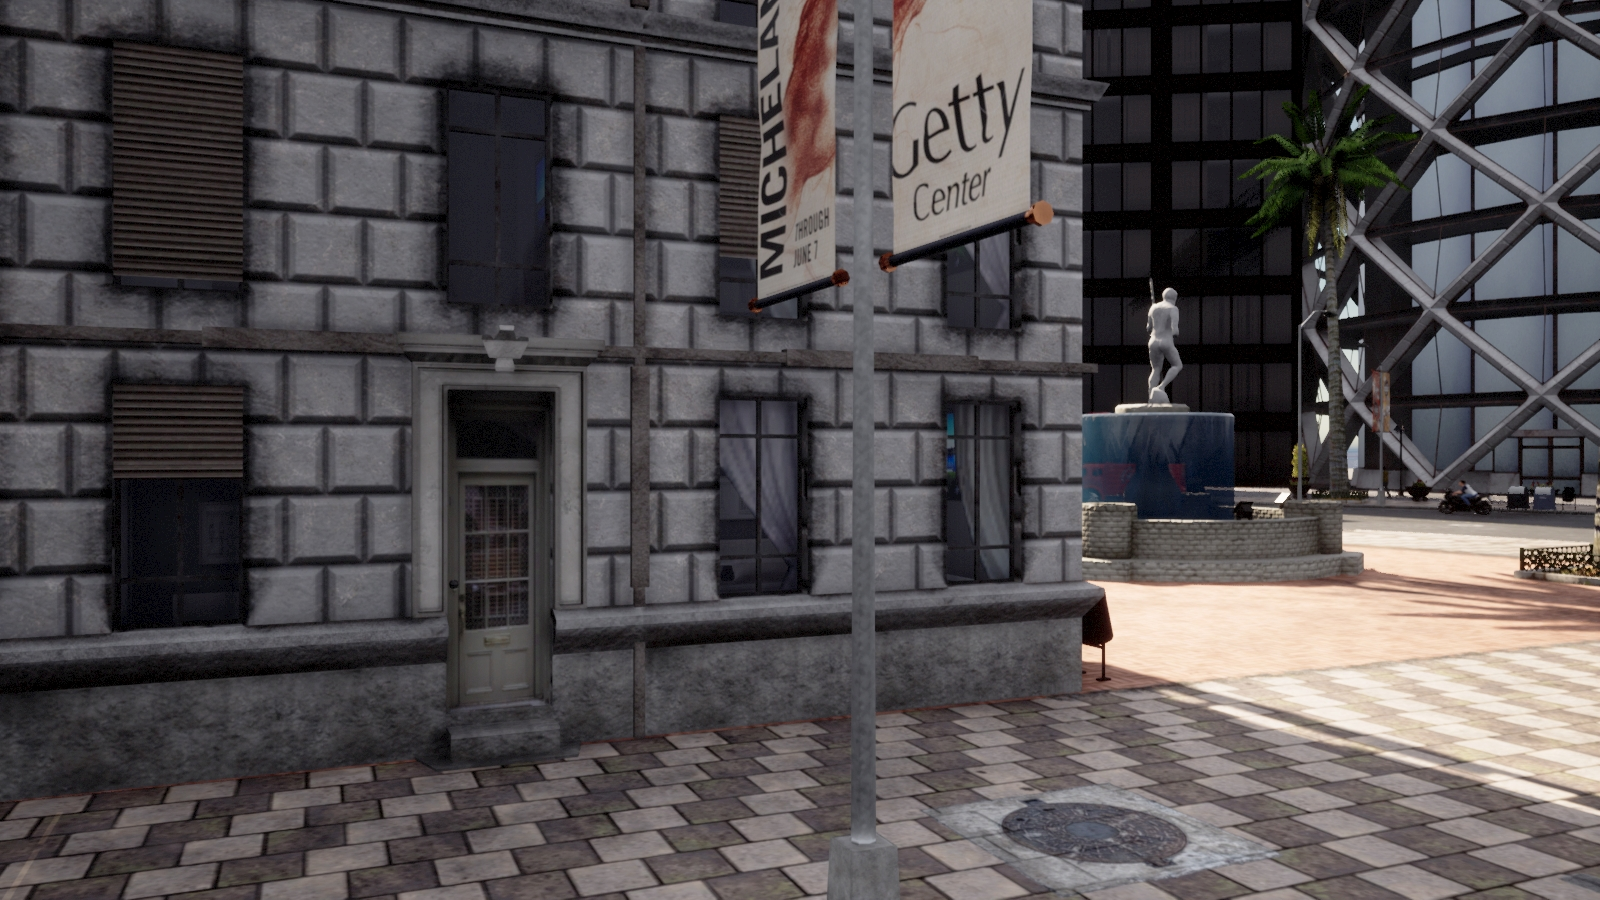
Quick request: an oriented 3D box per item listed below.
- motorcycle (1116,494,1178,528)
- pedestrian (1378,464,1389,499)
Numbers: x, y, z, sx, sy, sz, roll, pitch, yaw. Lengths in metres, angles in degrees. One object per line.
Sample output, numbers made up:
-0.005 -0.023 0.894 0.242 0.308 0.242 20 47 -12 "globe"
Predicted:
12.702 2.215 41.842 2.033 1.145 0.803 0 1 44 "motorcycle"
31.183 1.701 61.094 0.375 1.860 0.375 0 0 -21 "pedestrian"
